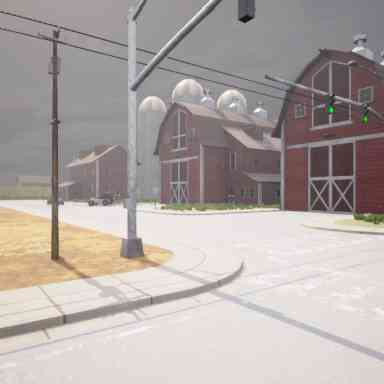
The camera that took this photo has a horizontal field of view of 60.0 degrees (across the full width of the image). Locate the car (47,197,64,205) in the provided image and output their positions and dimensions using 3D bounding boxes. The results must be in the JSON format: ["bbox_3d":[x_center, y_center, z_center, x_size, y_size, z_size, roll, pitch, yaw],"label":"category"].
[{"bbox_3d":[-23.266,1.537,56.583,1.994,1.385,4.181,0,0,-36],"label":"car"}]

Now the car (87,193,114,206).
[{"bbox_3d":[-13.797,1.118,50.595,3.866,1.878,1.905,-2,5,11],"label":"car"}]
